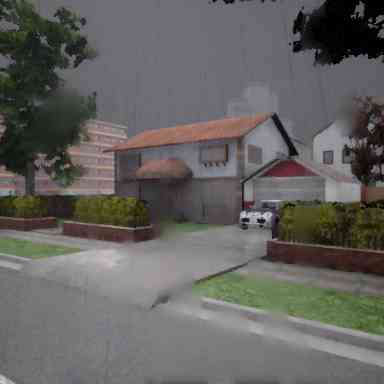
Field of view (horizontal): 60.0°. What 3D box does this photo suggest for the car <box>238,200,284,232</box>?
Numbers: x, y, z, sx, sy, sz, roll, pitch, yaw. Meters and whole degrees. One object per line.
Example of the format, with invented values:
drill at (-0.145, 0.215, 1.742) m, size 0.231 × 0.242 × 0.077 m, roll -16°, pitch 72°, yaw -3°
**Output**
car at (4.023, 1.168, 17.438) m, size 1.970 × 1.475 × 3.806 m, roll 0°, pitch 0°, yaw 36°
